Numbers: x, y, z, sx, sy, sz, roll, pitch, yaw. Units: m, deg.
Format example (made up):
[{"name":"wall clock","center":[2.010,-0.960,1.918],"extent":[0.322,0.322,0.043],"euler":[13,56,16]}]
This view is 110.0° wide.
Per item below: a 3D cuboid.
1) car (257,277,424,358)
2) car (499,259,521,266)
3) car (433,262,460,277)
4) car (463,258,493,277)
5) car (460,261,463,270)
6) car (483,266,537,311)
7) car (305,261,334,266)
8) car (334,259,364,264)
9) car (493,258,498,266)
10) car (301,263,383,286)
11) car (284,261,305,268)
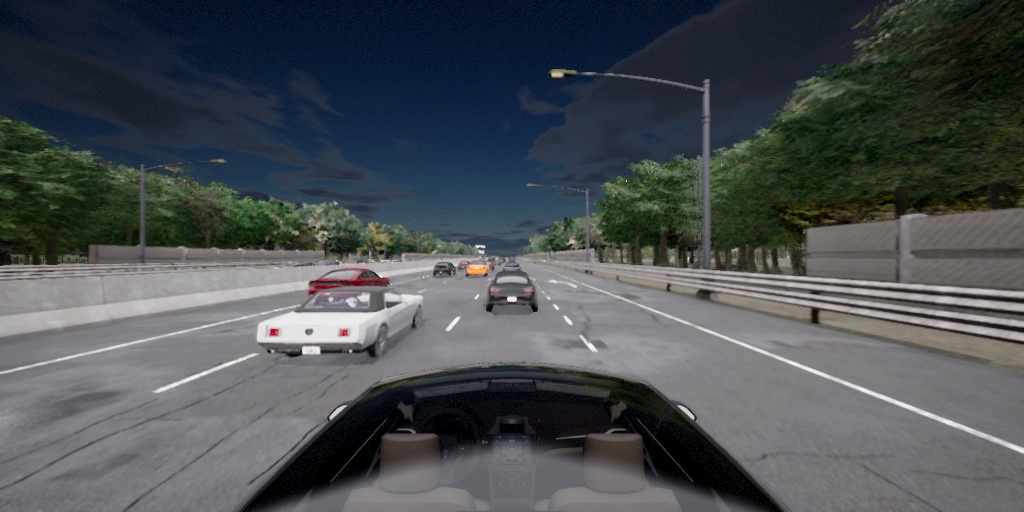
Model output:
[{"name":"car","center":[-3.499,1.363,8.484],"extent":[1.895,1.301,4.718],"euler":[0,0,0]},{"name":"car","center":[0.005,1.352,37.704],"extent":[2.128,1.511,4.902],"euler":[0,0,0]},{"name":"car","center":[-6.996,1.366,37.701],"extent":[1.837,1.490,4.892],"euler":[0,0,0]},{"name":"car","center":[-3.496,1.212,37.648],"extent":[2.097,1.767,4.553],"euler":[0,0,0]},{"name":"car","center":[-6.995,1.427,53.549],"extent":[1.812,1.442,4.674],"euler":[0,0,0]},{"name":"car","center":[0.001,1.303,14.460],"extent":[1.812,1.442,4.674],"euler":[0,0,0]},{"name":"car","center":[-24.547,1.378,47.377],"extent":[2.128,1.511,4.902],"euler":[0,0,1]},{"name":"car","center":[-21.061,1.240,47.521],"extent":[2.097,1.767,4.553],"euler":[0,0,0]},{"name":"car","center":[-3.495,1.427,53.549],"extent":[1.812,1.442,4.674],"euler":[0,0,0]},{"name":"car","center":[-6.999,1.260,15.974],"extent":[1.882,1.535,5.008],"euler":[0,0,0]},{"name":"car","center":[-28.044,1.378,47.251],"extent":[2.128,1.511,4.902],"euler":[0,0,1]}]
